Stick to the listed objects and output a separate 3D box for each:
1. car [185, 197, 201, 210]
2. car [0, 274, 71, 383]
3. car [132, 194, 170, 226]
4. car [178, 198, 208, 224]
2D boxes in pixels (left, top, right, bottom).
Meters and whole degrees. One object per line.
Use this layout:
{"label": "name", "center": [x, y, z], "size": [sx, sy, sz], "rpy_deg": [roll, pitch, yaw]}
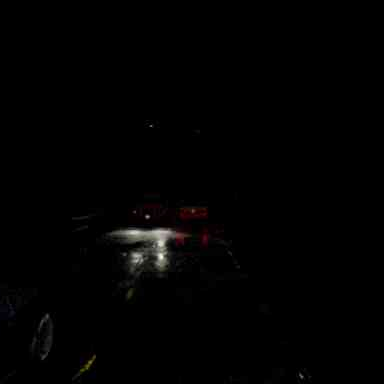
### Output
{"label": "car", "center": [0.115, 1.438, 42.385], "size": [1.882, 1.535, 5.008], "rpy_deg": [0, 0, 0]}
{"label": "car", "center": [-2.844, 1.598, 3.074], "size": [1.895, 1.301, 4.718], "rpy_deg": [0, 0, 0]}
{"label": "car", "center": [-2.767, 1.202, 23.649], "size": [2.150, 2.045, 5.566], "rpy_deg": [0, 0, 1]}
{"label": "car", "center": [0.088, 1.329, 24.937], "size": [2.097, 1.767, 4.553], "rpy_deg": [0, 0, 0]}
